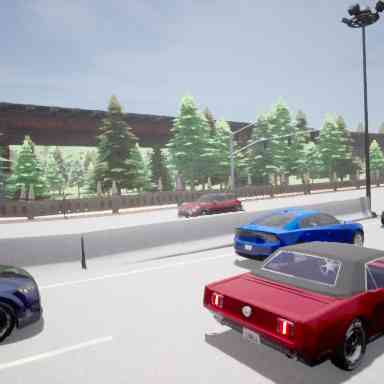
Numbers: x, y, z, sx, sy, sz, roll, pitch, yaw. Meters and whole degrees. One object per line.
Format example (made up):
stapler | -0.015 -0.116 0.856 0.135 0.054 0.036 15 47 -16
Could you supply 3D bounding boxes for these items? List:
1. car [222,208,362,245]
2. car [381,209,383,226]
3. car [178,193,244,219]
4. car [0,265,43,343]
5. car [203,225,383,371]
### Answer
car | 3.561 1.283 10.630 5.008 1.535 1.882 -3 2 -36
car | 10.841 0.879 15.875 4.181 1.385 1.994 -4 2 -36
car | 1.249 0.912 22.149 4.553 1.767 2.097 -4 2 -36
car | -4.489 1.563 4.847 4.181 1.385 1.994 0 0 -36
car | 2.573 1.528 5.607 4.718 1.301 1.895 -2 1 -36
